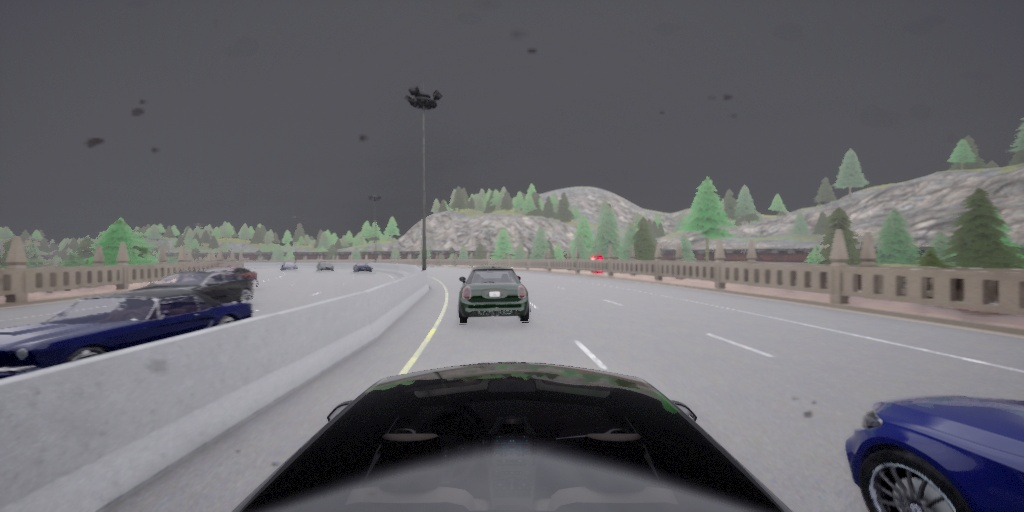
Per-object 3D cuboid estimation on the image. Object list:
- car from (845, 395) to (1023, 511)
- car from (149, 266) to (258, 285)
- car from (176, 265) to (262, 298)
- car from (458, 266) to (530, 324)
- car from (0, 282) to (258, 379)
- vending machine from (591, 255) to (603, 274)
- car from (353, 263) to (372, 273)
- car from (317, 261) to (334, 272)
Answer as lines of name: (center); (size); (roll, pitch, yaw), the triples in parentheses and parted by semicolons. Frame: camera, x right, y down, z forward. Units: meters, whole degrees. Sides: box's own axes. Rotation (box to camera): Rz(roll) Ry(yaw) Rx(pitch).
car: (3.471, 1.261, 0.776); (1.812, 1.442, 4.674); (0, 0, 1)
car: (-11.581, 1.303, 13.206); (2.128, 1.511, 4.902); (0, 0, -9)
car: (-16.526, 1.333, 20.603); (1.882, 1.535, 5.008); (0, 0, -14)
car: (-0.727, 1.107, 12.291); (2.097, 1.767, 4.553); (0, 0, -6)
car: (-7.376, 1.384, 6.850); (1.895, 1.301, 4.718); (0, 0, -4)
vending machine: (8.864, 0.911, 37.474); (1.100, 2.100, 0.880); (0, 0, -19)
car: (-19.410, 1.556, 46.626); (1.895, 1.301, 4.718); (0, 0, -30)
car: (-27.353, 1.558, 52.542); (1.837, 1.490, 4.892); (0, 0, -35)
